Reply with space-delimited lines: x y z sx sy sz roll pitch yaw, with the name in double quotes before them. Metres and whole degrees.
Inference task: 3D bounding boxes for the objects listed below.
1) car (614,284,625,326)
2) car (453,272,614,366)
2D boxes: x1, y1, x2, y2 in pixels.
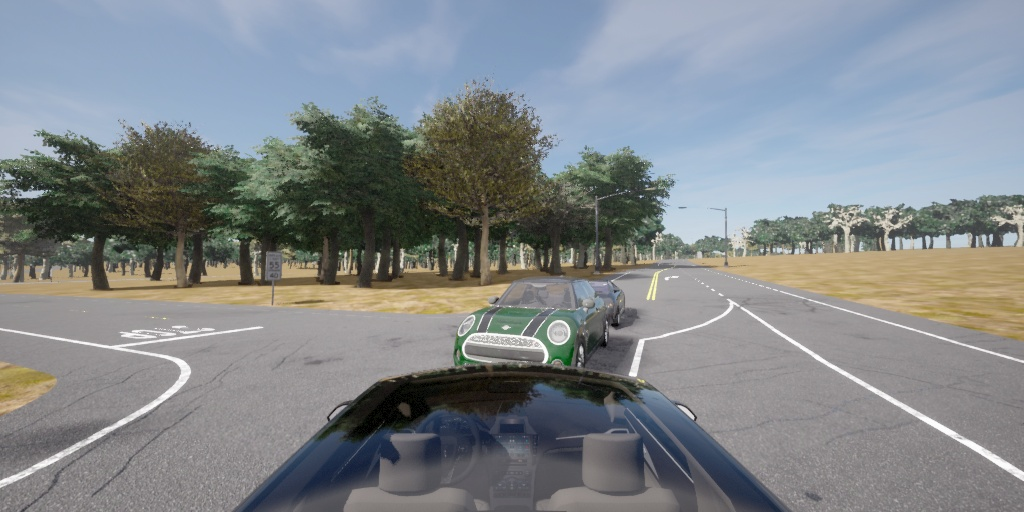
"car" 2.913 1.554 12.854 1.994 1.385 4.181 -2 0 22
"car" 0.686 1.222 7.422 2.097 1.767 4.553 -1 -2 22
